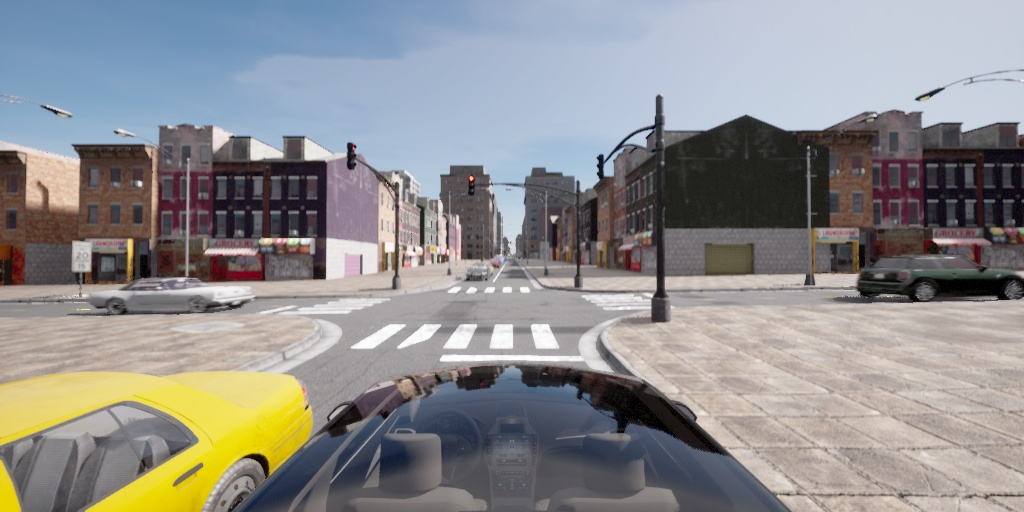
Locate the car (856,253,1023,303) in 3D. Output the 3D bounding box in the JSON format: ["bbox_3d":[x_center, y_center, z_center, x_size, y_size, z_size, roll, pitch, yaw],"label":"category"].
[{"bbox_3d":[15.756,0.735,13.302,4.553,1.767,2.097,-1,-1,0],"label":"car"}]

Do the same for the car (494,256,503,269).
[{"bbox_3d":[-2.627,1.061,51.055,1.888,1.381,4.507,0,0,0],"label":"car"}]

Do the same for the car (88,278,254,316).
[{"bbox_3d":[-12.566,1.470,13.474,4.718,1.301,1.895,-1,-1,0],"label":"car"}]

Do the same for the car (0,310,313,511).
[{"bbox_3d":[-2.637,1.277,1.186,1.751,1.417,4.829,0,0,0],"label":"car"}]

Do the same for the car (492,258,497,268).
[{"bbox_3d":[-2.631,1.136,33.938,1.751,1.417,4.829,0,0,0],"label":"car"}]

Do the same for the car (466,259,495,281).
[{"bbox_3d":[-2.631,1.189,28.459,2.007,1.370,4.403,0,0,0],"label":"car"}]
